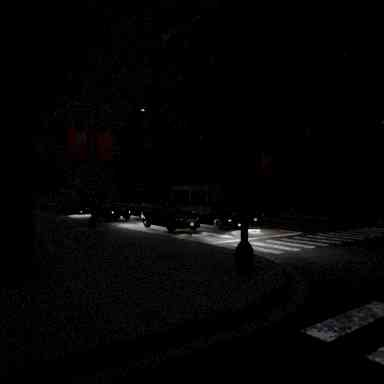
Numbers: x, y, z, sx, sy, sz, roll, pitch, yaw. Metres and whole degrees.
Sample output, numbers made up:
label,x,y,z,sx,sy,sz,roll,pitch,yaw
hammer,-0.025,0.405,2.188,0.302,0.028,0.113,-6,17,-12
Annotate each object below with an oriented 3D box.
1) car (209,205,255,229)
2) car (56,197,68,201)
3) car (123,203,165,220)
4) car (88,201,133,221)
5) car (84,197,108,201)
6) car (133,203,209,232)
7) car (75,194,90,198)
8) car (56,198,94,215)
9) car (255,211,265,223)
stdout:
label,x,y,z,sx,sy,sz,roll,pitch,yaw
car,1.412,1.609,22.303,2.033,1.411,5.357,0,0,-33
car,-25.181,1.745,65.148,2.128,1.511,4.902,0,0,-36
car,-4.479,1.701,30.437,1.895,1.301,4.718,0,0,-36
car,-6.873,1.693,28.204,1.895,1.301,4.718,0,0,-36
car,-10.548,1.632,38.906,2.128,1.511,4.902,0,0,-36
car,-1.429,1.548,20.627,2.128,1.511,4.902,0,0,-36
car,-21.898,1.475,66.151,2.150,2.045,5.566,0,0,-36
car,-13.049,1.680,36.818,2.033,1.411,5.357,0,0,-35
car,3.259,1.675,25.583,1.895,1.301,4.718,0,0,-36
